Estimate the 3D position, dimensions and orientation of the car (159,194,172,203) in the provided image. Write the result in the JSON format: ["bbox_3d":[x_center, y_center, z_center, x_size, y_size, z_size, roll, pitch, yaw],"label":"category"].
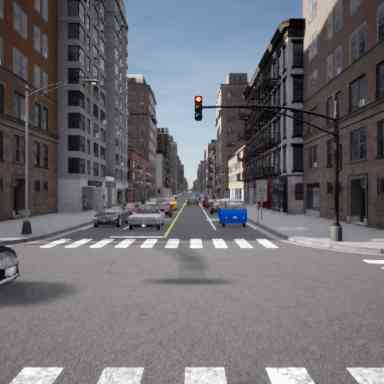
[{"bbox_3d":[-5.319,1.292,67.921,2.192,1.841,5.009,0,0,0],"label":"car"}]

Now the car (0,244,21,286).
[{"bbox_3d":[-6.437,1.464,7.339,4.902,1.511,2.128,0,0,0],"label":"car"}]

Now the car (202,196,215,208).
[{"bbox_3d":[2.683,1.576,45.193,1.802,1.307,4.206,0,0,0],"label":"car"}]

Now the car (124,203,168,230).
[{"bbox_3d":[-2.798,1.600,21.173,1.895,1.301,4.718,0,0,-1],"label":"car"}]

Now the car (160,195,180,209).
[{"bbox_3d":[-2.799,1.473,41.275,1.882,1.535,5.008,0,0,0],"label":"car"}]

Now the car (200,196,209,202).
[{"bbox_3d":[2.712,1.524,73.599,2.008,1.369,4.403,0,0,0],"label":"car"}]

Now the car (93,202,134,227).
[{"bbox_3d":[-5.365,1.549,22.467,2.008,1.369,4.403,0,0,0],"label":"car"}]

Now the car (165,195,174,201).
[{"bbox_3d":[-5.307,1.409,79.285,1.967,1.590,4.097,0,0,0],"label":"car"}]

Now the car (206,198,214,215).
[{"bbox_3d":[2.671,1.580,33.830,1.802,1.307,4.206,0,0,0],"label":"car"}]

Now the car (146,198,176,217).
[{"bbox_3d":[-2.816,1.562,31.146,1.994,1.385,4.181,0,0,0],"label":"car"}]

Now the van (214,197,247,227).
[{"bbox_3d":[2.660,1.340,22.467,1.690,1.788,3.998,0,0,0],"label":"van"}]

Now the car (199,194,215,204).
[{"bbox_3d":[2.689,1.305,50.874,2.192,1.841,5.009,0,0,0],"label":"car"}]

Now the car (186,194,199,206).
[{"bbox_3d":[0.160,1.478,55.365,2.128,1.511,4.902,0,0,0],"label":"car"}]

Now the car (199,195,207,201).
[{"bbox_3d":[2.723,1.530,84.962,1.947,1.339,4.313,0,0,0],"label":"car"}]

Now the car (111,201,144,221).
[{"bbox_3d":[-5.360,1.543,28.148,1.887,1.381,4.507,0,0,0],"label":"car"}]

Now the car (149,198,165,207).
[{"bbox_3d":[-5.336,1.556,50.877,1.947,1.339,4.313,0,0,0],"label":"car"}]
